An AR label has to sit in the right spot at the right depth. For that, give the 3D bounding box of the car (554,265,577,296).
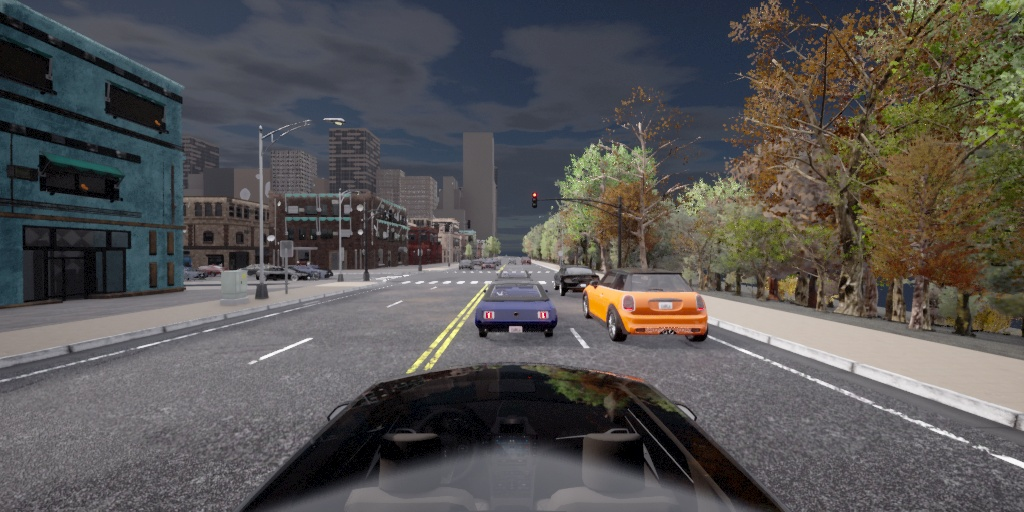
[{"bbox_3d":[3.357,1.224,19.223,1.882,1.535,5.008,0,0,1],"label":"car"}]

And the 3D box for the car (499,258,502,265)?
[{"bbox_3d":[-3.279,1.278,64.570,2.033,1.411,5.357,0,0,0],"label":"car"}]

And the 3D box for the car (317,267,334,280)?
[{"bbox_3d":[-19.314,1.525,34.043,4.181,1.385,1.994,-1,1,0],"label":"car"}]

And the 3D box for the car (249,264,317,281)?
[{"bbox_3d":[-19.935,1.561,31.336,4.313,1.339,1.948,0,0,0],"label":"car"}]

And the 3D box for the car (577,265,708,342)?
[{"bbox_3d":[3.350,1.100,9.940,2.097,1.767,4.553,0,0,0],"label":"car"}]

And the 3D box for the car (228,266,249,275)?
[{"bbox_3d":[-28.264,1.556,39.852,4.403,1.370,2.007,0,0,0],"label":"car"}]

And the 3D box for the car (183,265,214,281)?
[{"bbox_3d":[-31.452,1.661,34.061,4.181,1.385,1.994,0,1,0],"label":"car"}]

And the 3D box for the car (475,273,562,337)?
[{"bbox_3d":[0.103,1.349,10.219,1.895,1.301,4.718,0,0,0],"label":"car"}]

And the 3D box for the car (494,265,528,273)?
[{"bbox_3d":[0.108,1.347,19.381,1.895,1.301,4.718,0,0,0],"label":"car"}]

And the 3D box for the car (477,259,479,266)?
[{"bbox_3d":[-6.532,1.294,64.573,1.994,1.385,4.181,0,0,0],"label":"car"}]

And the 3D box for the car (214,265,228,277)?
[{"bbox_3d":[-33.800,1.650,39.861,4.207,1.307,1.802,0,0,0],"label":"car"}]

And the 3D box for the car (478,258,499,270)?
[{"bbox_3d":[-3.317,1.300,52.047,1.994,1.385,4.181,0,0,0],"label":"car"}]

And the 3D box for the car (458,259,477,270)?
[{"bbox_3d":[-6.569,1.241,51.957,1.837,1.490,4.892,0,0,0],"label":"car"}]
